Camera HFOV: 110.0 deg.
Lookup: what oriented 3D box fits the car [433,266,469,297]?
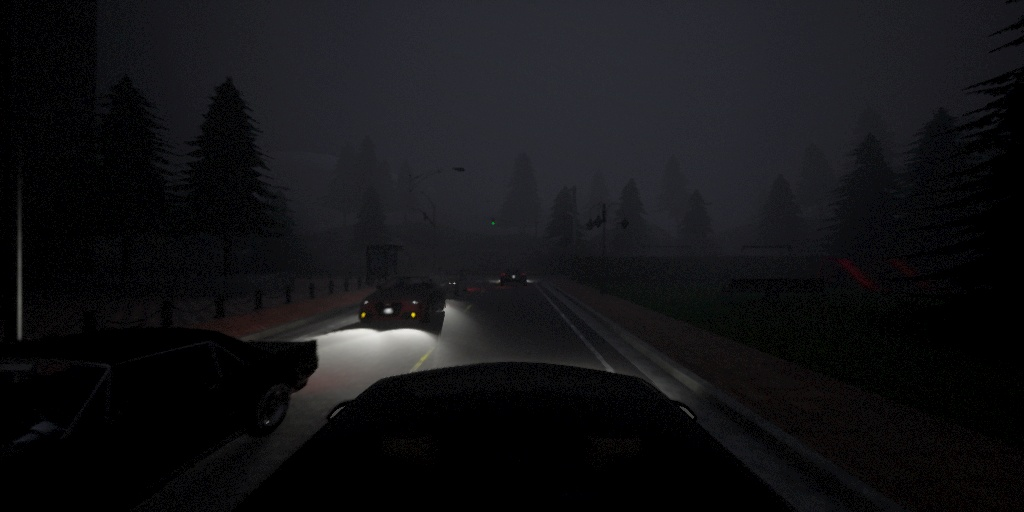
[{"bbox_3d":[-3.532,1.335,19.578,2.128,1.511,4.902,0,0,1],"label":"car"}]

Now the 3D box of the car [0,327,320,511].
[{"bbox_3d":[-3.597,1.356,2.731,1.895,1.301,4.718,0,0,0],"label":"car"}]

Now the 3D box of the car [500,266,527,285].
[{"bbox_3d":[0.097,1.450,27.502,1.994,1.385,4.181,0,0,0],"label":"car"}]

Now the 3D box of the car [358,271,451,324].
[{"bbox_3d":[-3.506,1.369,12.139,1.994,1.385,4.181,0,0,0],"label":"car"}]
